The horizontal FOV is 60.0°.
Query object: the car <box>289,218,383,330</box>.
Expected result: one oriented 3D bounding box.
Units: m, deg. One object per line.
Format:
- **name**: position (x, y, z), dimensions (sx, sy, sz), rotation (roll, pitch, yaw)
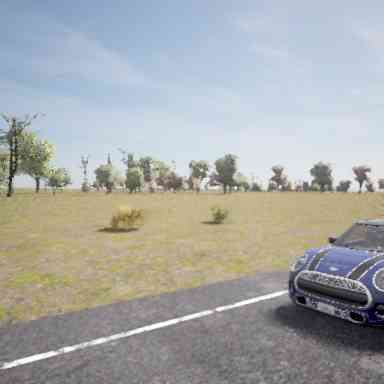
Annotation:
- **car**: position (4.090, 1.372, 6.911), dimensions (4.553, 1.767, 2.097), rotation (0, 0, -35)
